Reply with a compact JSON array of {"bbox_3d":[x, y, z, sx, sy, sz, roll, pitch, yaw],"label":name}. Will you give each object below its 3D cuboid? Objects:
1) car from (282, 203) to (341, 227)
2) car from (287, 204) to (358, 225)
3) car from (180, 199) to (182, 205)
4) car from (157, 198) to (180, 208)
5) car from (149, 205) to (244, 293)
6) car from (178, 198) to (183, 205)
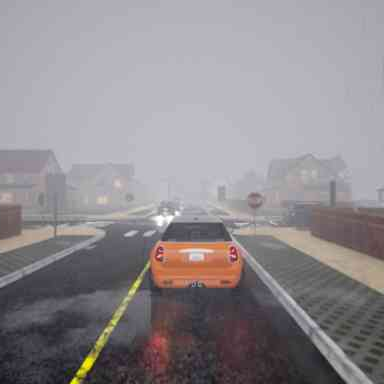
[{"bbox_3d":[8.855,1.576,23.505,4.553,1.767,2.097,0,0,-4],"label":"car"},{"bbox_3d":[10.249,1.745,26.349,4.892,1.490,1.837,0,0,-2],"label":"car"},{"bbox_3d":[-2.847,1.996,48.254,1.895,1.301,4.718,0,-1,0],"label":"car"},{"bbox_3d":[-2.847,1.780,38.038,2.128,1.511,4.902,0,-1,0],"label":"car"},{"bbox_3d":[0.099,1.410,9.174,2.097,1.767,4.553,0,0,0],"label":"car"},{"bbox_3d":[-2.784,1.910,62.426,2.097,1.767,4.553,0,-1,0],"label":"car"}]
